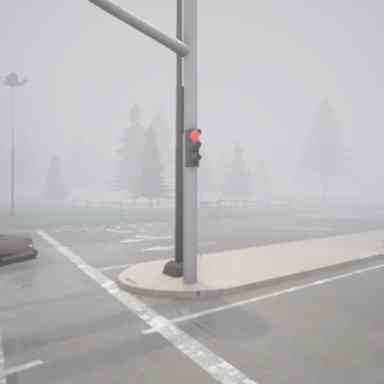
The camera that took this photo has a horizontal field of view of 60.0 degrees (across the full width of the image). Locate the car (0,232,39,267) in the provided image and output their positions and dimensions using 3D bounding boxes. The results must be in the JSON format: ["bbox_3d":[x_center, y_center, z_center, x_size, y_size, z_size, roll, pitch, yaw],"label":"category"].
[{"bbox_3d":[-7.029,1.570,8.756,5.357,1.411,2.033,0,0,-36],"label":"car"}]
